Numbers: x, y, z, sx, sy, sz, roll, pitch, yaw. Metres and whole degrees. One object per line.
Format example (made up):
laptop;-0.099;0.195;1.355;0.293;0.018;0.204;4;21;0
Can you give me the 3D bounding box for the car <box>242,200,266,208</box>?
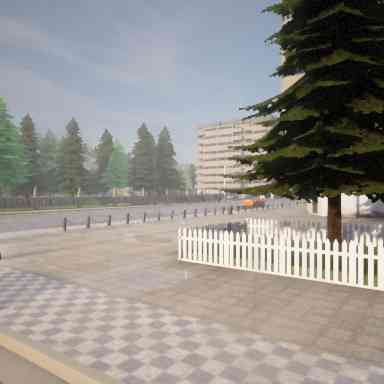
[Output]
car;9.009;1.353;47.901;2.097;1.767;4.553;0;0;36
